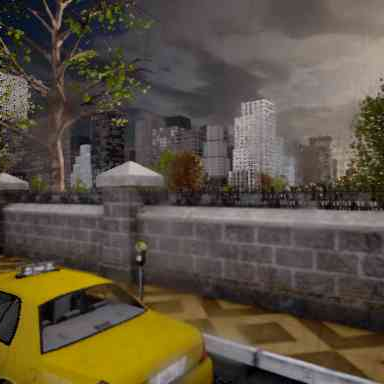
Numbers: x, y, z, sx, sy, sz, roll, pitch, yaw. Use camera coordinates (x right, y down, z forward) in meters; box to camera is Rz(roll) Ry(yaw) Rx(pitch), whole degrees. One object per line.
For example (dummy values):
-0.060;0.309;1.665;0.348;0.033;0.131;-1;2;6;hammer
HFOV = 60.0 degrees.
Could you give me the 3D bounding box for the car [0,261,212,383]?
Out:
-2.086;1.564;4.204;4.829;1.417;1.752;-1;0;35;car
